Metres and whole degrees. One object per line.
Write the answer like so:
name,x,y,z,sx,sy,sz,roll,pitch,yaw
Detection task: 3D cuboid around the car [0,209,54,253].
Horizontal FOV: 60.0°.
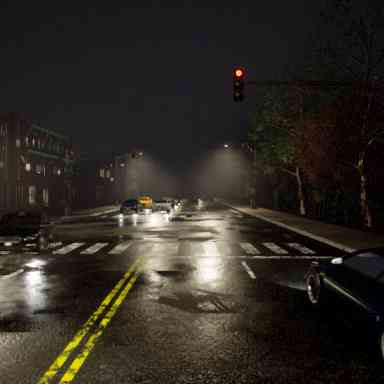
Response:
car,-6.817,1.503,13.560,1.837,1.490,4.892,3,-1,-15

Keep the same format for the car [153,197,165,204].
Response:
car,-6.557,1.577,65.737,1.895,1.301,4.718,0,0,0

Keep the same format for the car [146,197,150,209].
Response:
car,-6.603,1.463,45.904,1.882,1.535,5.008,0,0,0

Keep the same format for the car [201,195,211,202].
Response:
car,3.223,1.509,78.568,2.033,1.411,5.357,0,0,0

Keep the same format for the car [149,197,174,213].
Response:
car,-3.352,1.515,36.972,1.812,1.442,4.674,0,0,0

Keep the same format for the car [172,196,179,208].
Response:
car,-3.354,1.476,46.240,2.128,1.511,4.902,0,0,0

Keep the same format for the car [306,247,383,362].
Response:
car,3.336,1.563,5.288,1.994,1.385,4.181,0,0,1

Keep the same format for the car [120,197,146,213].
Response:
car,-6.631,1.515,36.819,1.812,1.442,4.674,0,0,1

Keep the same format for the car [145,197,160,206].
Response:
car,-6.595,1.545,55.815,1.994,1.385,4.181,0,0,0

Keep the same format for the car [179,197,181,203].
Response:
car,-3.339,1.581,56.320,1.895,1.301,4.718,0,0,0

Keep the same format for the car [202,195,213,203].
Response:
car,3.329,1.466,68.383,2.128,1.511,4.902,0,0,0

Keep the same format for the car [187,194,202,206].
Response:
car,0.082,1.472,56.032,2.128,1.511,4.902,0,0,0

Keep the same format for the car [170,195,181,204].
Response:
car,-3.304,1.453,66.596,1.882,1.535,5.008,0,0,0
